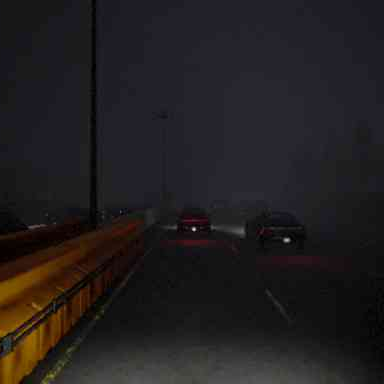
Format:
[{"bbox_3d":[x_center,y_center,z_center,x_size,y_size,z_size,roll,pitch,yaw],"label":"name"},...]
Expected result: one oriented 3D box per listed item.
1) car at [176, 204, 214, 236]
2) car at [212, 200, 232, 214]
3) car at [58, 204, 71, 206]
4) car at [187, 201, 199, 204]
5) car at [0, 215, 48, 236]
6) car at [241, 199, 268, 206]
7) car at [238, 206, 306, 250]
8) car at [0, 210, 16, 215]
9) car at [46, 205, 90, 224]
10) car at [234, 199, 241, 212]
[{"bbox_3d":[0.104,1.678,19.482,1.837,1.490,4.892,0,-1,0],"label":"car"},{"bbox_3d":[3.537,1.709,40.254,2.097,1.767,4.553,0,-1,1],"label":"car"},{"bbox_3d":[-10.495,1.772,27.665,1.812,1.442,4.674,0,-1,0],"label":"car"},{"bbox_3d":[0.071,1.862,41.456,2.128,1.511,4.902,0,0,0],"label":"car"},{"bbox_3d":[-7.087,1.705,11.598,1.895,1.301,4.718,0,-1,0],"label":"car"},{"bbox_3d":[7.007,1.671,35.867,2.097,1.767,4.553,0,-1,0],"label":"car"},{"bbox_3d":[3.602,1.627,15.057,2.128,1.511,4.902,0,0,0],"label":"car"},{"bbox_3d":[-10.558,1.681,17.381,1.812,1.442,4.674,0,-1,-1],"label":"car"},{"bbox_3d":[-7.029,1.739,21.406,2.033,1.411,5.357,0,-1,1],"label":"car"},{"bbox_3d":[7.015,1.755,45.503,2.097,1.767,4.553,0,-1,0],"label":"car"}]
